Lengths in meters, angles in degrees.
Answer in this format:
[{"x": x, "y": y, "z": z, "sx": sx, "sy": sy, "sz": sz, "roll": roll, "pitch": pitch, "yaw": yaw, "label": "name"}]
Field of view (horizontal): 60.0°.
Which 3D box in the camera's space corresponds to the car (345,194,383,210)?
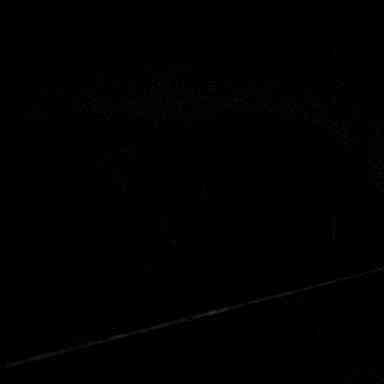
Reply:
[{"x": 19.198, "y": 1.237, "z": 35.356, "sx": 2.150, "sy": 2.045, "sz": 5.566, "roll": 1, "pitch": 0, "yaw": -36, "label": "car"}]
